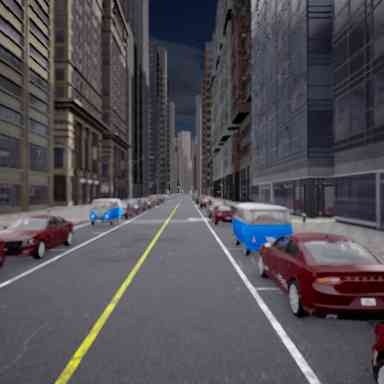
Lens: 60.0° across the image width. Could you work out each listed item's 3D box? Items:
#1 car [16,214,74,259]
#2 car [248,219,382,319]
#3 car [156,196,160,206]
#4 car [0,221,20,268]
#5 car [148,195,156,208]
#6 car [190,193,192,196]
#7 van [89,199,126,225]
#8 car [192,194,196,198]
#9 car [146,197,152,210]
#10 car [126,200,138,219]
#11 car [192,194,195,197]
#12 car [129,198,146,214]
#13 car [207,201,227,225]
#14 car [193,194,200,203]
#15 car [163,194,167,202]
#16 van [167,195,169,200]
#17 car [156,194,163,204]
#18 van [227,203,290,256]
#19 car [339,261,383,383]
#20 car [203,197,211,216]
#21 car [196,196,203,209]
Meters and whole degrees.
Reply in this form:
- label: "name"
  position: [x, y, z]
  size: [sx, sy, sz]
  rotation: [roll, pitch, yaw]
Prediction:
- label: "car"
  position: [-5.961, 1.577, 12.764]
  size: [1.887, 1.381, 4.507]
  rotation: [0, 0, -1]
- label: "car"
  position: [2.658, 1.545, 7.316]
  size: [1.887, 1.381, 4.507]
  rotation: [0, 0, -1]
- label: "car"
  position: [-6.630, 1.646, 51.970]
  size: [1.947, 1.339, 4.313]
  rotation: [0, 0, -1]
- label: "car"
  position: [-5.865, 1.571, 7.162]
  size: [1.887, 1.381, 4.507]
  rotation: [0, 0, -1]
- label: "car"
  position: [-6.535, 1.514, 46.369]
  size: [1.967, 1.590, 4.097]
  rotation: [0, 0, -1]
- label: "car"
  position: [1.224, 1.432, 91.336]
  size: [2.192, 1.841, 5.009]
  rotation: [0, 0, -1]
- label: "van"
  position: [-6.152, 1.387, 23.966]
  size: [1.690, 1.788, 3.998]
  rotation: [0, 0, -1]
- label: "car"
  position: [1.606, 1.644, 68.931]
  size: [1.947, 1.339, 4.313]
  rotation: [0, 0, -1]
- label: "car"
  position: [-6.439, 1.633, 40.768]
  size: [1.947, 1.339, 4.313]
  rotation: [0, 0, -1]
- label: "car"
  position: [-6.248, 1.635, 29.566]
  size: [1.802, 1.307, 4.206]
  rotation: [0, 0, -1]
- label: "car"
  position: [1.511, 1.638, 74.532]
  size: [2.008, 1.369, 4.403]
  rotation: [0, 0, -1]
- label: "car"
  position: [-6.344, 1.500, 35.168]
  size: [1.967, 1.590, 4.097]
  rotation: [0, 0, -1]
- label: "car"
  position: [2.371, 1.565, 24.121]
  size: [1.887, 1.381, 4.507]
  rotation: [0, 0, -1]
- label: "car"
  position: [1.702, 1.636, 63.330]
  size: [1.947, 1.339, 4.313]
  rotation: [0, 0, -1]
- label: "car"
  position: [-6.917, 1.419, 68.773]
  size: [2.192, 1.841, 5.009]
  rotation: [0, 0, -1]
- label: "van"
  position: [-7.109, 1.463, 79.974]
  size: [1.690, 1.788, 3.998]
  rotation: [0, 0, -1]
- label: "car"
  position: [-6.726, 1.403, 57.571]
  size: [2.192, 1.841, 5.009]
  rotation: [0, 0, -1]
- label: "van"
  position: [2.563, 1.348, 12.918]
  size: [1.690, 1.788, 3.998]
  rotation: [0, 0, -1]
- label: "car"
  position: [2.754, 1.539, 1.716]
  size: [1.887, 1.381, 4.507]
  rotation: [0, 0, -1]
- label: "car"
  position: [2.276, 1.468, 29.722]
  size: [1.967, 1.590, 4.097]
  rotation: [0, 0, -1]
- label: "car"
  position: [1.989, 1.593, 46.526]
  size: [1.887, 1.381, 4.507]
  rotation: [0, 0, -1]
